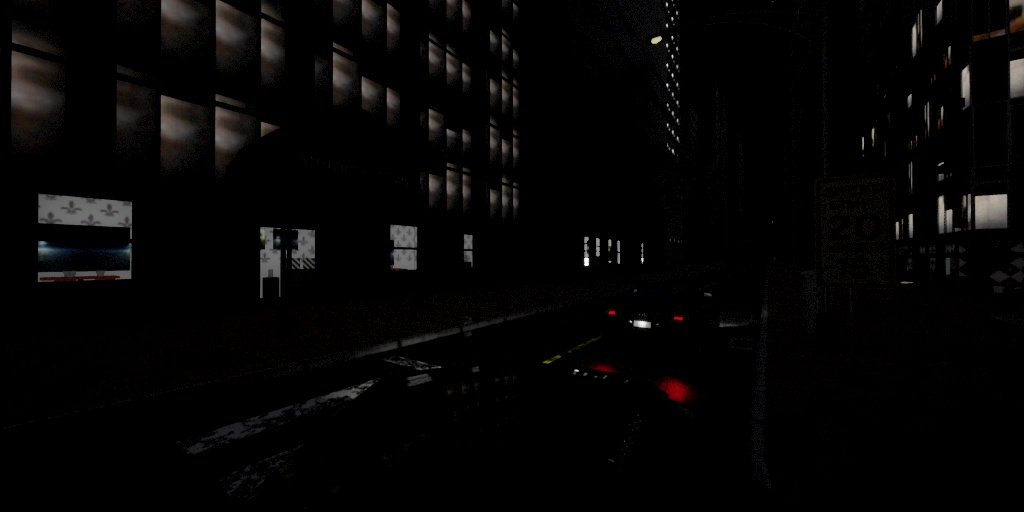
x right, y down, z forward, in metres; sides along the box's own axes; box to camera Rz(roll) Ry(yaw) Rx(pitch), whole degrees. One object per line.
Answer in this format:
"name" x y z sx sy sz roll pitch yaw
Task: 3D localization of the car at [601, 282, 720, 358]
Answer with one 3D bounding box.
"car" 3.746 1.323 8.735 1.994 1.385 4.181 0 0 36
